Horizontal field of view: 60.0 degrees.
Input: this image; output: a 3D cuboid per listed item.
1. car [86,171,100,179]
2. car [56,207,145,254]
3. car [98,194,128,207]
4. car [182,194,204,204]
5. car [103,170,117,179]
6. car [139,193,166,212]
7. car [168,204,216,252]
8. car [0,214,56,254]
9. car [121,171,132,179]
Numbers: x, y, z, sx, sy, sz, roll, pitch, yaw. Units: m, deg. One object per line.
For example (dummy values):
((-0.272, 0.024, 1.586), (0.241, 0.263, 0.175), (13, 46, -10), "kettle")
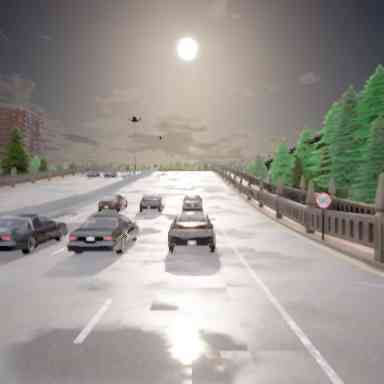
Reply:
((-20.725, -3.678, 70.023), (1.837, 1.490, 4.892), (0, 7, 0), "car")
((-3.499, 1.620, 13.969), (2.033, 1.411, 5.357), (0, 1, 0), "car")
((-6.939, 0.876, 29.275), (1.812, 1.442, 4.674), (0, 5, 1), "car")
((0.055, 0.917, 28.880), (2.033, 1.411, 5.357), (0, 5, 0), "car")
((-17.225, -3.830, 70.017), (2.097, 1.767, 4.553), (0, 7, 0), "car")
((-3.441, 0.845, 29.182), (2.128, 1.511, 4.902), (0, 5, 0), "car")
((0.004, 1.556, 14.269), (2.128, 1.511, 4.902), (0, 1, 0), "car")
((-6.999, 1.624, 13.969), (2.033, 1.411, 5.357), (0, 1, 0), "car")
((-13.725, -3.663, 69.987), (1.812, 1.442, 4.674), (0, 7, 0), "car")
